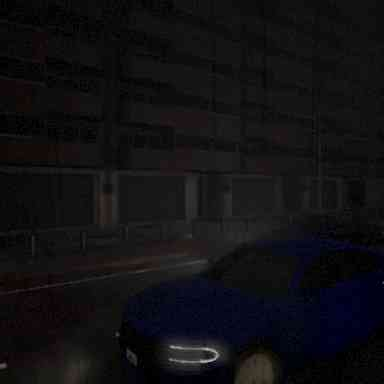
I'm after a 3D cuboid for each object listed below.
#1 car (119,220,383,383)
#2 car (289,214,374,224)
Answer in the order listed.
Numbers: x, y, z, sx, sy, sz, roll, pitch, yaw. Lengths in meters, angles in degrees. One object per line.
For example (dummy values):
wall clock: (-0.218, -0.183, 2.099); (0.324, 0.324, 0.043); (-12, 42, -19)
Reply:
car: (1.403, 1.450, 4.957); (5.008, 1.535, 1.882); (-1, 0, -35)
car: (4.545, 1.476, 11.515); (5.357, 1.411, 2.033); (0, 0, -35)
